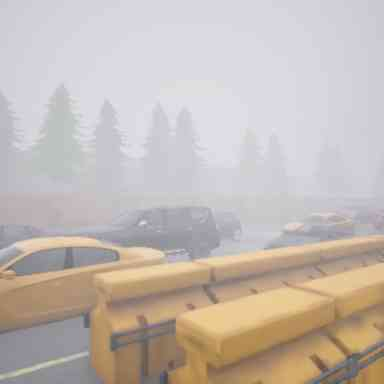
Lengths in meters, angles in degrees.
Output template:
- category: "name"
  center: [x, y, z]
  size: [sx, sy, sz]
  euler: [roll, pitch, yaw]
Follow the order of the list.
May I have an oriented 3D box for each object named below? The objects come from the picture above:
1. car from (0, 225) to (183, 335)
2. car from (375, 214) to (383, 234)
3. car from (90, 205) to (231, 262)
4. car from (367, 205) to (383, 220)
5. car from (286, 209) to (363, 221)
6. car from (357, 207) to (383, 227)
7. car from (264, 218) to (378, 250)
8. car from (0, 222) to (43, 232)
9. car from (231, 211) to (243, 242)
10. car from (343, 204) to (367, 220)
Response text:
- category: "car"
  center: [-2.819, 1.619, 6.226]
  size: [5.008, 1.535, 1.882]
  euler: [1, -2, -37]
- category: "car"
  center: [11.403, 1.945, 16.833]
  size: [4.181, 1.385, 1.994]
  euler: [1, -2, -36]
- category: "car"
  center: [-1.507, 1.481, 11.578]
  size: [5.566, 2.045, 2.150]
  euler: [1, -2, -37]
- category: "car"
  center: [15.331, 1.765, 24.134]
  size: [5.566, 2.045, 2.150]
  euler: [1, -2, -37]
- category: "car"
  center: [6.848, 1.878, 17.807]
  size: [5.008, 1.535, 1.882]
  euler: [1, -2, -37]
- category: "car"
  center: [16.939, 2.144, 29.658]
  size: [5.008, 1.535, 1.882]
  euler: [1, -2, -36]
- category: "car"
  center: [4.385, 1.827, 11.612]
  size: [4.181, 1.385, 1.994]
  euler: [1, -2, -38]
- category: "car"
  center: [-7.008, 1.811, 11.857]
  size: [5.357, 1.411, 2.033]
  euler: [1, -2, -36]
- category: "car"
  center: [0.502, 1.742, 17.440]
  size: [4.553, 1.767, 2.097]
  euler: [1, -2, -37]
- category: "car"
  center: [13.024, 1.760, 26.673]
  size: [4.553, 1.767, 2.097]
  euler: [1, -2, -37]
